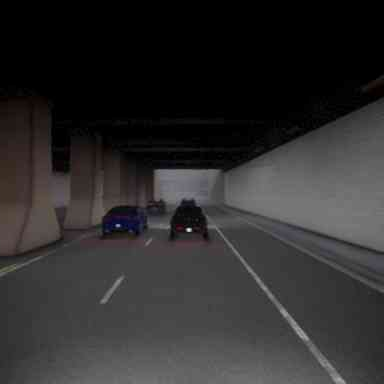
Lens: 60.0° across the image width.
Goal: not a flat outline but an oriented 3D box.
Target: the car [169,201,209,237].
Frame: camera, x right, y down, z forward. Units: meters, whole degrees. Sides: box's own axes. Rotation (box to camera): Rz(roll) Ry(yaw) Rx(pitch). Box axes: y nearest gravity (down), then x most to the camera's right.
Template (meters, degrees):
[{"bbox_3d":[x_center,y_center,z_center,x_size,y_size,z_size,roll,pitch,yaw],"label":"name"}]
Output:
[{"bbox_3d":[-0.158,1.485,17.881,1.837,1.490,4.892,0,1,0],"label":"car"}]

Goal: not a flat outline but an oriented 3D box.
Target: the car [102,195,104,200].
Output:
[{"bbox_3d":[-14.797,1.378,54.239,2.097,1.767,4.553,0,0,0],"label":"car"}]

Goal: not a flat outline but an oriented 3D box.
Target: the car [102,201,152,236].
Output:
[{"bbox_3d":[-3.636,1.477,18.678,1.882,1.535,5.008,0,0,-1],"label":"car"}]

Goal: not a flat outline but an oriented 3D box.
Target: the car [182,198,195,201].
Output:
[{"bbox_3d":[-0.449,1.444,40.389,2.128,1.511,4.902,0,0,-1],"label":"car"}]

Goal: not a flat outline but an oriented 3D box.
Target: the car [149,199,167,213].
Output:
[{"bbox_3d":[-3.890,1.471,36.712,2.128,1.511,4.902,0,0,-1],"label":"car"}]
